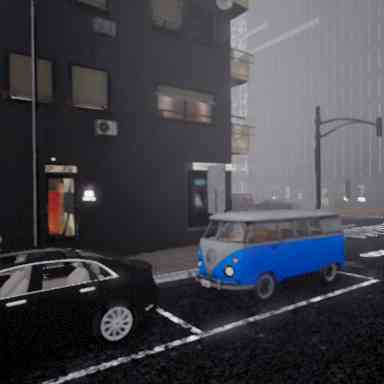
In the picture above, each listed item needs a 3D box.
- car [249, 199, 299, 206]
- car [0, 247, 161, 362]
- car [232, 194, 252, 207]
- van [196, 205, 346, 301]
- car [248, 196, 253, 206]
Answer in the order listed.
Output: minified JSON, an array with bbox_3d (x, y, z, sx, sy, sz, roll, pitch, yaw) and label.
[{"bbox_3d":[7.026,1.477,24.520,2.033,1.411,5.357,-1,1,-35],"label":"car"},{"bbox_3d":[-2.569,1.550,4.741,4.403,1.369,2.008,0,-1,-35],"label":"car"},{"bbox_3d":[4.850,1.104,37.667,2.192,1.841,5.009,-1,1,-35],"label":"car"},{"bbox_3d":[1.990,1.335,7.996,3.998,1.788,1.690,0,-1,-35],"label":"van"},{"bbox_3d":[8.033,1.380,33.154,1.947,1.339,4.313,-1,1,-35],"label":"car"}]
